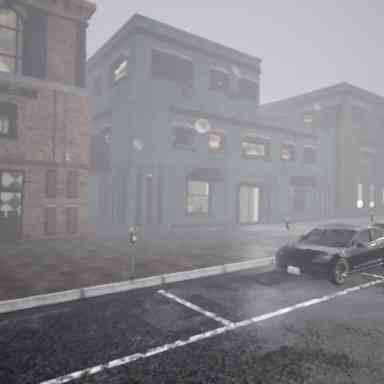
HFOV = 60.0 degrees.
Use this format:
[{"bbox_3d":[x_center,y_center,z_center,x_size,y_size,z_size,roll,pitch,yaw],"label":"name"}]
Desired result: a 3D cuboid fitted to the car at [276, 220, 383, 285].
[{"bbox_3d":[4.343,1.604,9.646,4.313,1.339,1.947,0,1,-36],"label":"car"}]
